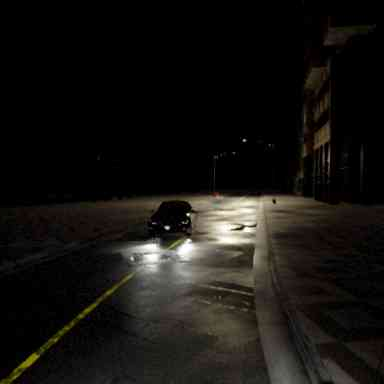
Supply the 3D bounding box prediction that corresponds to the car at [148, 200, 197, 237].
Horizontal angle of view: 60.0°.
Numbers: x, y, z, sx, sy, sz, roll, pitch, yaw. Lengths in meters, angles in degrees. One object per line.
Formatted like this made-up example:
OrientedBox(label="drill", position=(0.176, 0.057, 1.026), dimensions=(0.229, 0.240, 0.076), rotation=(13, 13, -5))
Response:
OrientedBox(label="car", position=(-0.811, 1.187, 15.974), dimensions=(1.837, 1.490, 4.892), rotation=(0, 1, 5))
